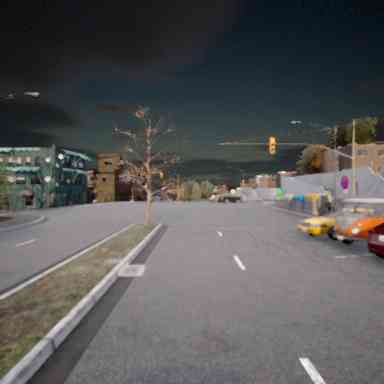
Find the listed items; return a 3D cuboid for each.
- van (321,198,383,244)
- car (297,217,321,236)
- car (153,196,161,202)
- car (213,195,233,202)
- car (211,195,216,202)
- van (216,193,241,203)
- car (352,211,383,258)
[{"bbox_3d":[7.970,1.257,13.934,4.442,1.987,1.878,1,0,-20],"label":"van"},{"bbox_3d":[7.904,1.480,16.893,5.366,1.575,1.946,1,0,-20],"label":"car"},{"bbox_3d":[-8.844,1.805,84.643,1.837,1.490,4.892,0,-1,0],"label":"car"},{"bbox_3d":[8.137,1.727,87.116,4.553,1.767,2.185,1,-1,-20],"label":"car"},{"bbox_3d":[7.928,1.634,78.106,5.366,1.575,1.946,1,-1,-20],"label":"car"},{"bbox_3d":[7.992,1.202,69.202,4.442,1.987,1.878,1,-1,-20],"label":"van"},{"bbox_3d":[8.100,1.514,11.007,4.792,1.488,2.163,1,0,-20],"label":"car"}]
